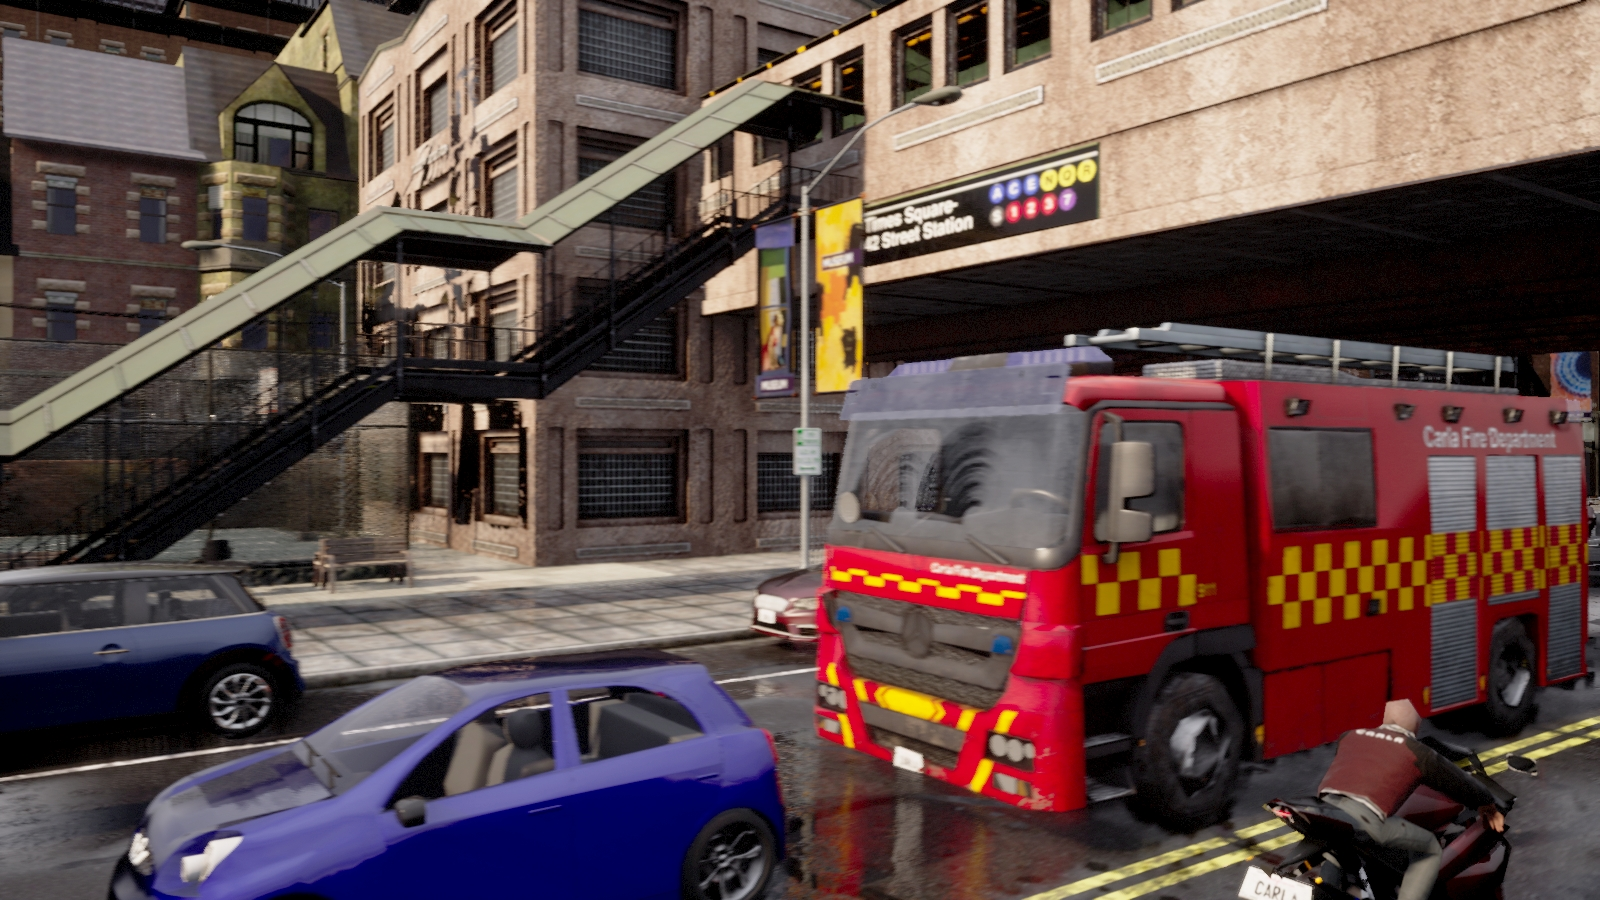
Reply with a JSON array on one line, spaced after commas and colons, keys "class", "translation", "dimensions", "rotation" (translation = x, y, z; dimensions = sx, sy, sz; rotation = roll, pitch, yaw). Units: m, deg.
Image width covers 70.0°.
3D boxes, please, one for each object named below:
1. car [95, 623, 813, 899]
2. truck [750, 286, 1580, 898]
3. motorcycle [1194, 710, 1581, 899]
[{"class": "car", "translation": [-1.937, 2.038, 6.697], "dimensions": [3.633, 1.501, 1.845], "rotation": [0, 0, -35]}, {"class": "truck", "translation": [3.882, 0.891, 10.753], "dimensions": [8.468, 3.827, 2.891], "rotation": [0, 0, -35]}, {"class": "motorcycle", "translation": [3.112, 2.205, 5.964], "dimensions": [2.209, 1.251, 0.867], "rotation": [0, 0, -35]}]
